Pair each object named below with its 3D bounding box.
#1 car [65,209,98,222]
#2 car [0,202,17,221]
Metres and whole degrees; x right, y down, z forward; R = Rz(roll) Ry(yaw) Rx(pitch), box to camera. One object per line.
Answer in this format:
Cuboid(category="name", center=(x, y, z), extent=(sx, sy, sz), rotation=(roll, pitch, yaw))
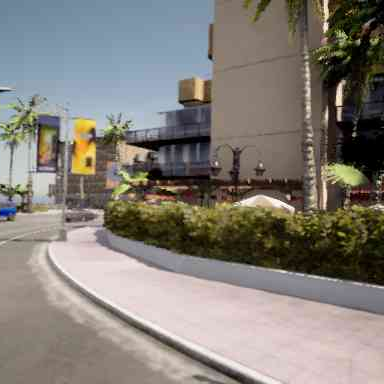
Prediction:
Cuboid(category="car", center=(-12.766, 2.677, 38.241), extent=(2.033, 1.411, 5.357), rotation=(1, -2, 11))
Cuboid(category="car", center=(-19.910, 1.962, 33.282), extent=(2.150, 2.045, 5.566), rotation=(1, -2, 4))
